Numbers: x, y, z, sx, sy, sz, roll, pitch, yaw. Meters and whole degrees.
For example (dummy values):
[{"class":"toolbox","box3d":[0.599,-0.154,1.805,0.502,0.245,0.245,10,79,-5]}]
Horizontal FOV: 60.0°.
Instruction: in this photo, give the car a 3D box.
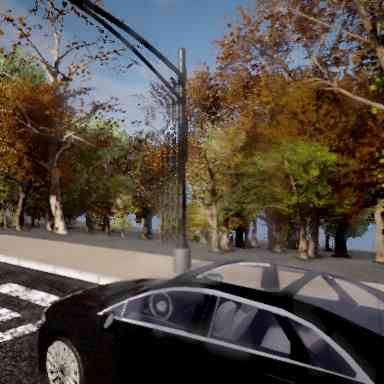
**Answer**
[{"class":"car","box3d":[0.326,1.510,3.455,4.902,1.511,2.128,-1,0,36]}]
